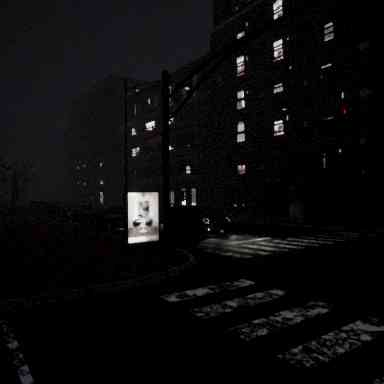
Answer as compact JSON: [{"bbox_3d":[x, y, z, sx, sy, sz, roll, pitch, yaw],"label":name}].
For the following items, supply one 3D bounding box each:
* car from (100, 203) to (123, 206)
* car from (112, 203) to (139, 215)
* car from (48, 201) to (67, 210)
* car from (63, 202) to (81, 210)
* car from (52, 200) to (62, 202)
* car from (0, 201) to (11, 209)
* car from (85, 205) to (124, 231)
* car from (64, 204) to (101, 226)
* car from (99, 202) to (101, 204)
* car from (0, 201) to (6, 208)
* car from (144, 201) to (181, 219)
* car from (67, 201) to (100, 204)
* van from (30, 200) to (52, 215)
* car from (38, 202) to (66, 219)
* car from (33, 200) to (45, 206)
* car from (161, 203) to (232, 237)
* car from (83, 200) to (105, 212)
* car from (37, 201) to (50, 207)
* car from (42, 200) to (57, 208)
[{"bbox_3d":[-5.781,1.881,28.162,1.837,1.490,4.892,-1,-1,-36],"label":"car"},{"bbox_3d":[-8.401,2.096,41.730,1.802,1.307,4.206,-2,0,-36],"label":"car"},{"bbox_3d":[-23.353,2.332,57.781,1.882,1.535,5.008,-1,-1,-36],"label":"car"},{"bbox_3d":[-21.560,2.423,59.703,1.802,1.307,4.206,-2,0,-36],"label":"car"},{"bbox_3d":[-20.785,2.337,48.976,1.994,1.385,4.181,-1,-1,-36],"label":"car"},{"bbox_3d":[-38.162,2.703,68.293,2.008,1.369,4.403,-2,0,-36],"label":"car"},{"bbox_3d":[-5.526,1.887,23.164,2.008,1.369,4.403,-2,0,-36],"label":"car"},{"bbox_3d":[-8.800,1.969,27.669,2.008,1.369,4.403,-2,0,-36],"label":"car"},{"bbox_3d":[-8.531,2.048,37.386,1.994,1.385,4.181,-1,-1,-36],"label":"car"},{"bbox_3d":[-44.710,2.861,77.303,1.887,1.381,4.507,-2,0,-36],"label":"car"},{"bbox_3d":[-3.130,1.823,34.557,1.967,1.590,4.097,-2,0,-36],"label":"car"},{"bbox_3d":[-11.826,2.052,36.484,1.812,1.442,4.674,-1,0,-36],"label":"car"},{"bbox_3d":[-19.828,2.034,43.010,1.690,1.788,3.998,-2,0,-36],"label":"van"},{"bbox_3d":[-14.895,2.114,36.133,1.887,1.381,4.507,-2,0,-36],"label":"car"},{"bbox_3d":[-37.931,2.796,82.229,1.887,1.381,4.507,-2,0,-36],"label":"car"},{"bbox_3d":[0.275,1.579,19.888,2.097,1.767,4.553,-1,-1,-37],"label":"car"},{"bbox_3d":[-15.012,2.118,50.696,1.967,1.590,4.097,-2,0,-36],"label":"car"},{"bbox_3d":[-34.656,2.735,77.724,1.947,1.339,4.313,-2,0,-36],"label":"car"},{"bbox_3d":[-31.386,2.527,73.219,1.967,1.590,4.097,-2,0,-36],"label":"car"}]
